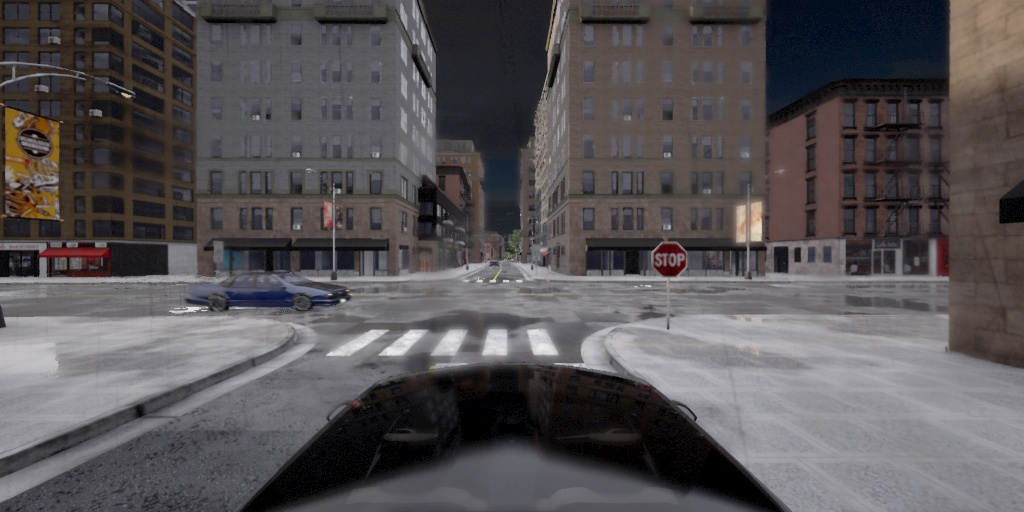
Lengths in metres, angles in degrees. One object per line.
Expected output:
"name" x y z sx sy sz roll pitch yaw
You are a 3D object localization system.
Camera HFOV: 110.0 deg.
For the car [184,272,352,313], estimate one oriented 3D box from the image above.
"car" -9.076 1.308 13.552 5.357 1.411 2.033 0 0 -1
